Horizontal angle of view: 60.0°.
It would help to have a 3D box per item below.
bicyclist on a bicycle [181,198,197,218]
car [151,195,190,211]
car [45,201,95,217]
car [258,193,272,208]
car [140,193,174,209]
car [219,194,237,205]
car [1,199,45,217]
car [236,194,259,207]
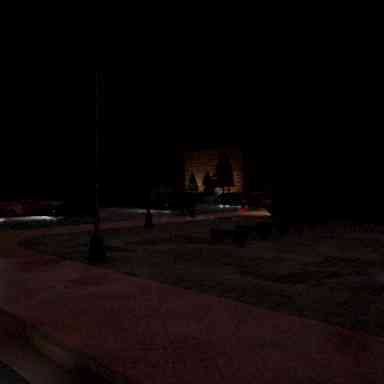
[{"bbox_3d":[-0.264,1.300,26.744,1.656,1.620,0.582,0,0,40],"label":"bicyclist on a bicycle"},{"bbox_3d":[-2.356,1.477,42.058,1.882,1.535,5.008,0,1,40],"label":"car"},{"bbox_3d":[-11.219,1.563,31.569,1.994,1.385,4.181,0,0,40],"label":"car"},{"bbox_3d":[12.014,1.351,48.004,2.097,1.767,4.553,0,0,41],"label":"car"},{"bbox_3d":[-4.446,1.220,45.010,2.150,2.045,5.566,0,0,40],"label":"car"},{"bbox_3d":[7.204,1.599,58.656,2.033,1.411,5.357,0,0,40],"label":"car"},{"bbox_3d":[-15.872,1.477,31.496,1.882,1.535,5.008,0,0,40],"label":"car"},{"bbox_3d":[9.121,1.504,50.010,1.837,1.490,4.892,0,0,41],"label":"car"}]
